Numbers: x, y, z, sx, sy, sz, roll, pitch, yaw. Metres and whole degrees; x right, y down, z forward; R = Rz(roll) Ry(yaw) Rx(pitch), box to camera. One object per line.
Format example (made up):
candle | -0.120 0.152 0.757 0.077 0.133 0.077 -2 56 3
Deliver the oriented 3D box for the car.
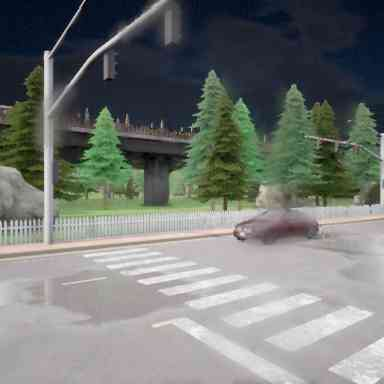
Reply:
car | 4.032 1.527 15.446 4.674 1.442 1.812 0 0 -35
